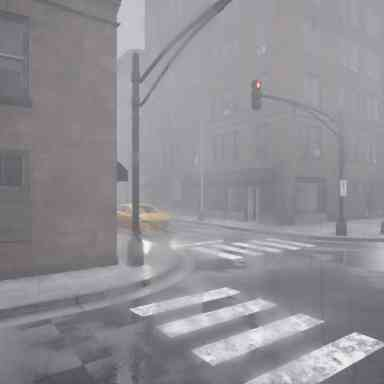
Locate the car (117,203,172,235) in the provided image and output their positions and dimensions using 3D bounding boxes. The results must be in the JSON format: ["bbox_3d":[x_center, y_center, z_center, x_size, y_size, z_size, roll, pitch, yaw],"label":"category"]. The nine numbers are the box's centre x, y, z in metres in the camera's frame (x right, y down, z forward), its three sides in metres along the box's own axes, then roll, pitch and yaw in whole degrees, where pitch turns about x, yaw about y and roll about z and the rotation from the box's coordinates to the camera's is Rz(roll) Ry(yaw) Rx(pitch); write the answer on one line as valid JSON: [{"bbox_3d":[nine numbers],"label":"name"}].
[{"bbox_3d":[-2.945,1.384,18.386,1.882,1.535,5.008,0,0,-34],"label":"car"}]
